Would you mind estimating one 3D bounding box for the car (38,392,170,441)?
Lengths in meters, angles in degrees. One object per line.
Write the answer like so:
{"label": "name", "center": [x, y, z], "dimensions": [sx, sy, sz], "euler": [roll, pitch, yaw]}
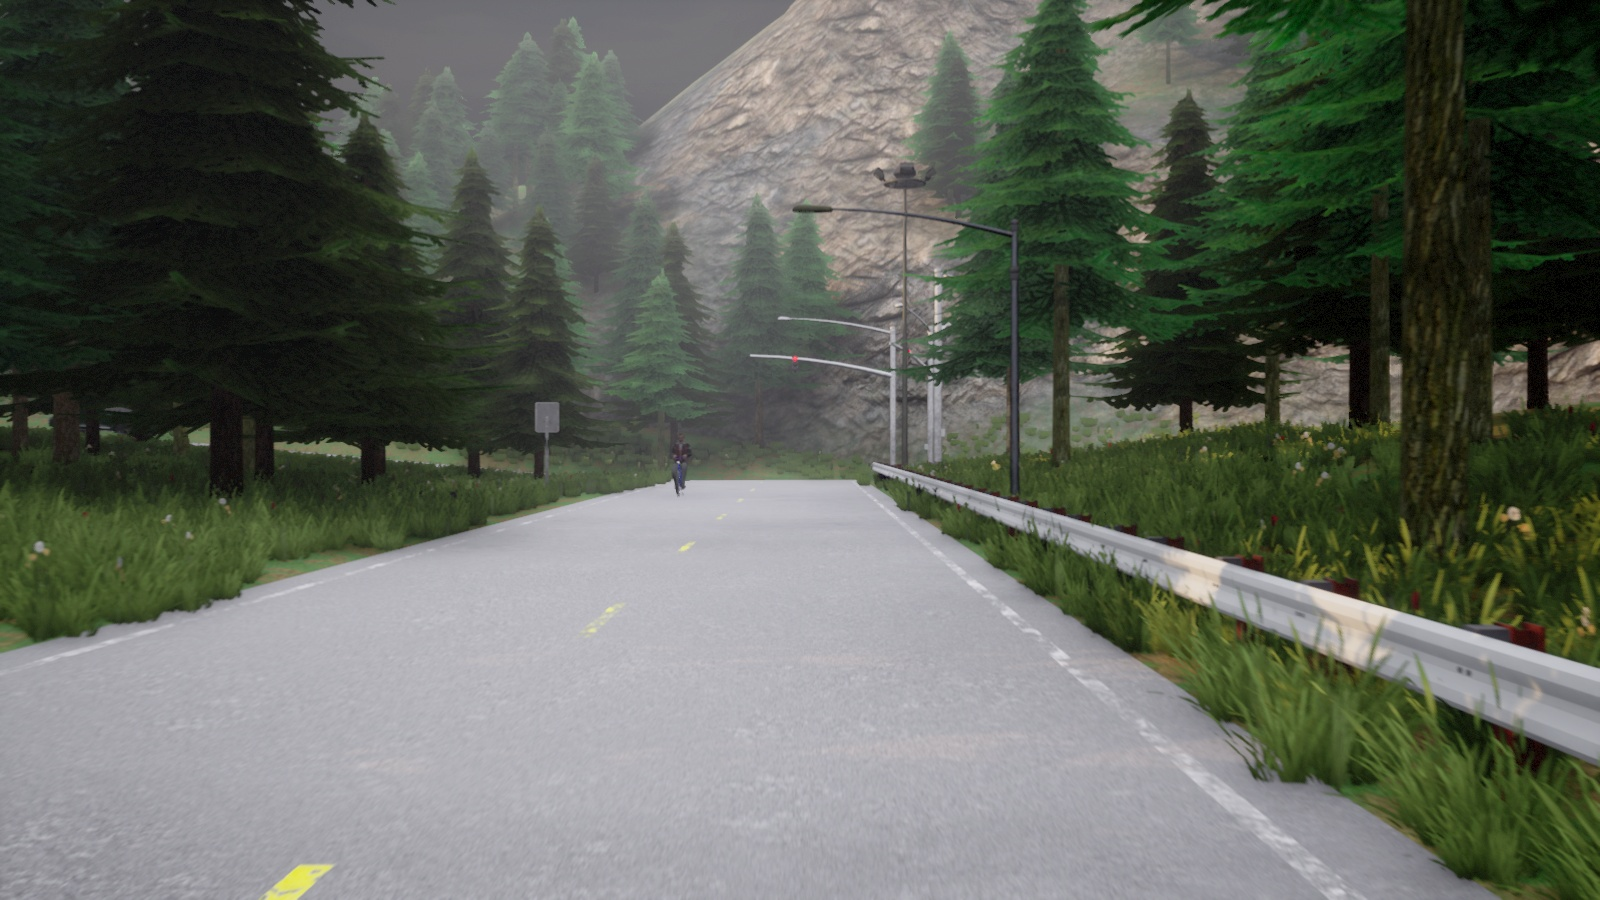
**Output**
{"label": "car", "center": [-35.932, -1.724, 64.943], "dimensions": [5.566, 2.045, 2.150], "euler": [4, 0, 4]}
